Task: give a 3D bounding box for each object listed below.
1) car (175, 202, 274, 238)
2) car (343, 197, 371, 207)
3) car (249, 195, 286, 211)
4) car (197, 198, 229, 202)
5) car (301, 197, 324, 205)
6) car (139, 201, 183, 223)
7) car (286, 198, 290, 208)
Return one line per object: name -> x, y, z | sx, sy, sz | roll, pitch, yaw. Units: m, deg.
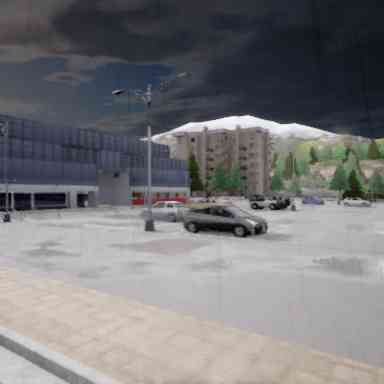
car -> 1.626, 1.488, 17.356 | 4.514, 1.523, 2.007 | 0, 0, 35
car -> 25.390, 1.576, 51.237 | 3.806, 1.475, 1.970 | 0, 0, 35
car -> 8.851, 1.265, 40.278 | 3.866, 1.878, 1.905 | 0, 0, 35
car -> 1.447, 1.341, 29.843 | 5.027, 1.636, 2.152 | 0, 0, 35
car -> 21.063, 1.563, 57.962 | 3.633, 1.501, 1.845 | 0, 0, 35
car -> -2.003, 1.420, 24.423 | 3.806, 1.475, 1.970 | 0, 0, 35
car -> 10.196, 1.286, 42.886 | 4.605, 1.855, 1.932 | 0, 0, 35
